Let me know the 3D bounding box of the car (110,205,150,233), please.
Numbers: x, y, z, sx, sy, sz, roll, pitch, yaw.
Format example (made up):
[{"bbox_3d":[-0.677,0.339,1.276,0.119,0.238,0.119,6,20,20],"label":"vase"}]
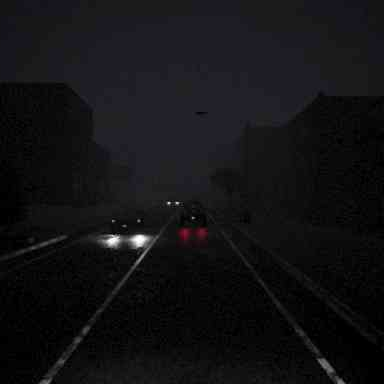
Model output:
[{"bbox_3d":[-3.614,1.558,20.126,1.812,1.442,4.674,0,0,0],"label":"car"}]

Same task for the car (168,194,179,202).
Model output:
[{"bbox_3d":[-3.596,1.105,65.549,1.882,1.535,5.008,0,1,0],"label":"car"}]

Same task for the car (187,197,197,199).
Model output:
[{"bbox_3d":[0.048,1.463,42.879,1.837,1.490,4.892,0,1,0],"label":"car"}]

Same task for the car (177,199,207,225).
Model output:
[{"bbox_3d":[0.077,1.528,24.667,2.128,1.511,4.902,0,0,0],"label":"car"}]
